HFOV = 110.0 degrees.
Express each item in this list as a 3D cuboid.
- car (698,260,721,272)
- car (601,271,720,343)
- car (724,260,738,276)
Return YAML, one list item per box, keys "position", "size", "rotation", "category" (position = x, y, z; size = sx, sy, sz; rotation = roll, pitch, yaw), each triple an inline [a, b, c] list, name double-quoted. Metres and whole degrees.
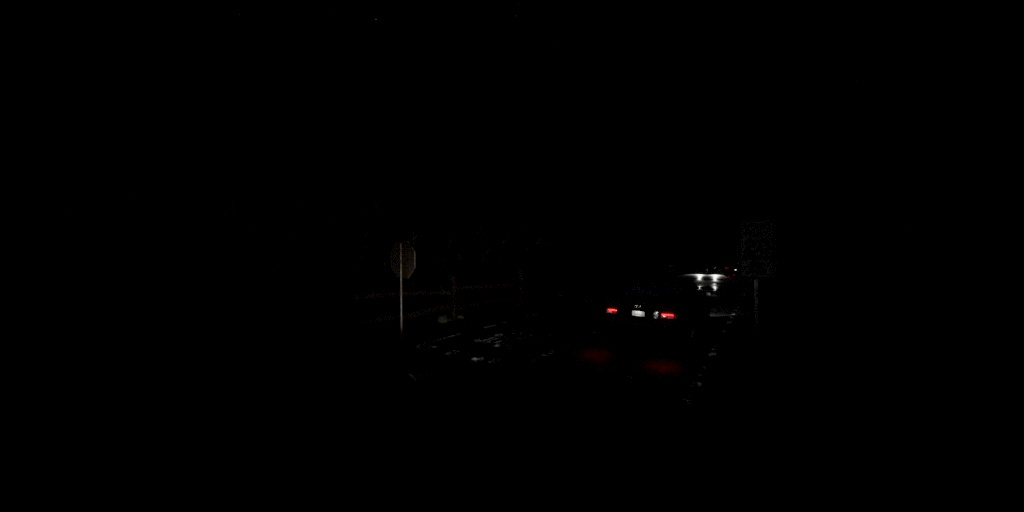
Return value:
- position: [22.178, 1.197, 40.195]
  size: [1.837, 1.490, 4.892]
  rotation: [0, 0, 35]
  category: "car"
- position: [4.178, 1.291, 9.820]
  size: [2.033, 1.411, 5.357]
  rotation: [0, 0, 35]
  category: "car"
- position: [22.188, 1.265, 35.343]
  size: [1.994, 1.385, 4.181]
  rotation: [0, 0, 36]
  category: "car"
